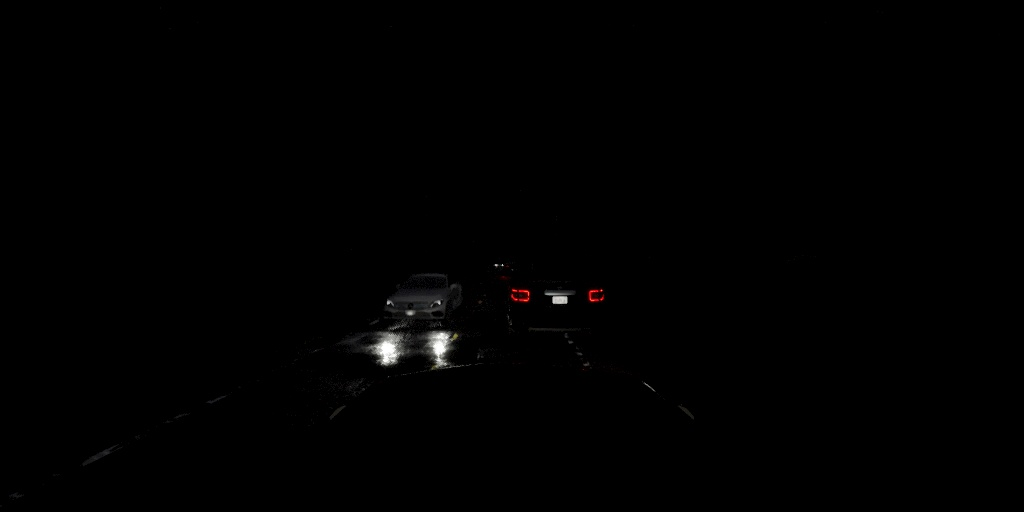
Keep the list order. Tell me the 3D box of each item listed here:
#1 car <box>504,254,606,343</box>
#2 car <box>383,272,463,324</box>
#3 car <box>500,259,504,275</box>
[{"bbox_3d":[0.957,0.975,9.858,2.150,2.045,5.566,0,0,0],"label":"car"},{"bbox_3d":[-2.759,1.276,12.061,1.812,1.442,4.674,0,0,0],"label":"car"},{"bbox_3d":[0.036,1.222,38.246,1.882,1.535,5.008,0,0,0],"label":"car"}]
